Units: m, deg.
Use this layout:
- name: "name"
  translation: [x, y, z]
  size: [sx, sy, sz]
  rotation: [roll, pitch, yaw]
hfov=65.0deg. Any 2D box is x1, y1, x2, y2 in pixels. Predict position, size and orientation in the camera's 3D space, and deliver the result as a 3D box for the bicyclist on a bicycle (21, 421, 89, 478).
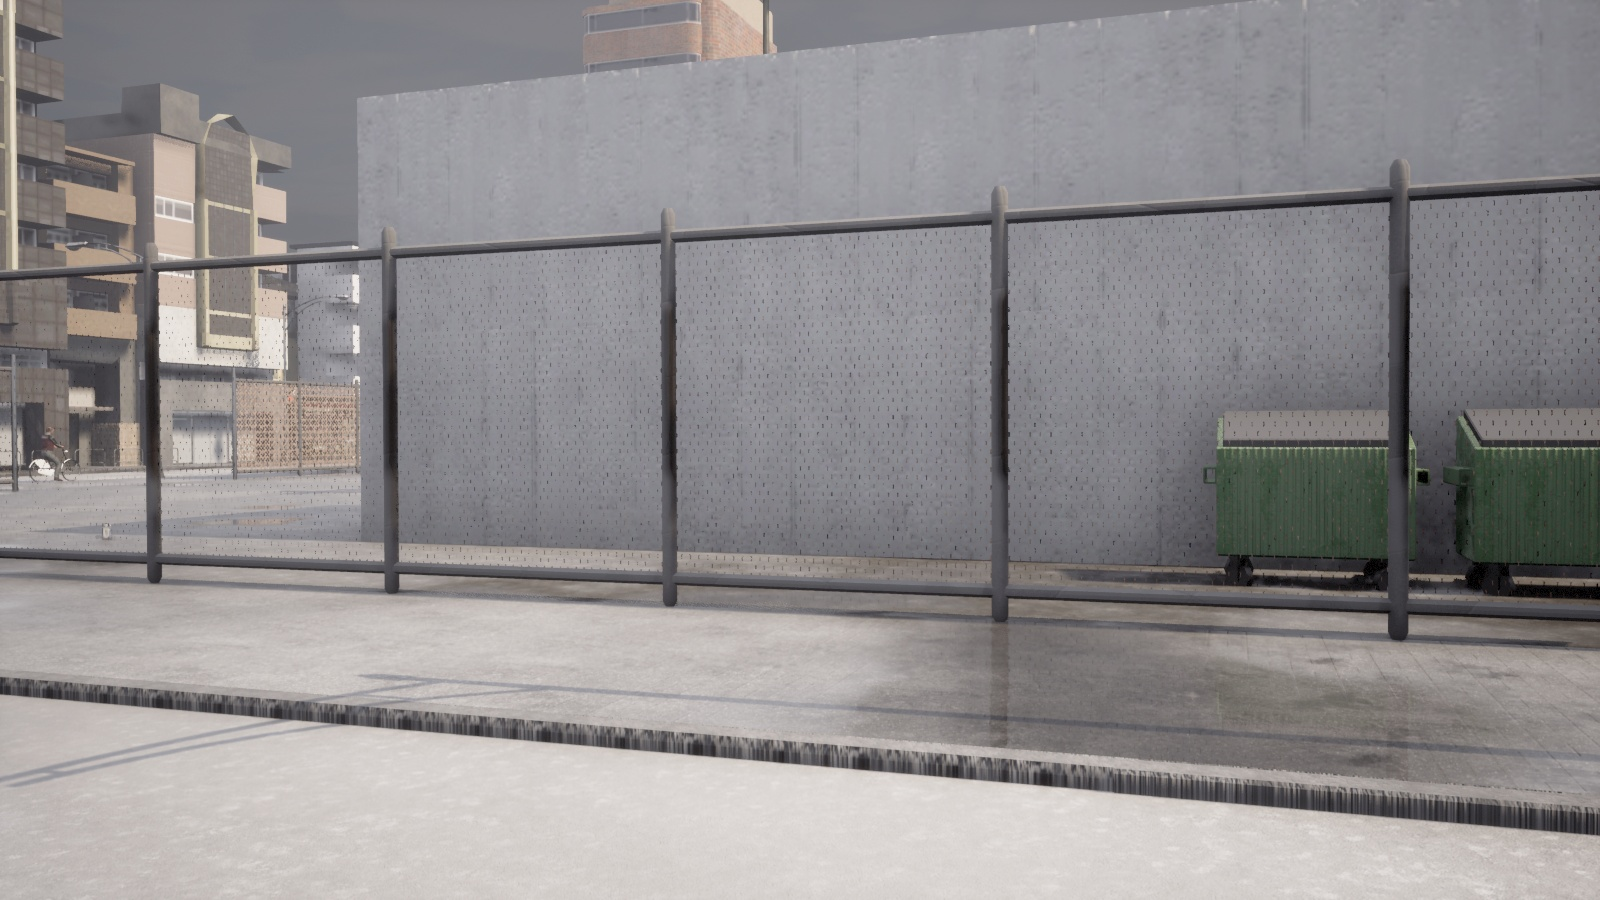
- name: "bicyclist on a bicycle"
  translation: [-23.671, -0.031, 39.939]
  size: [0.659, 1.776, 1.843]
  rotation: [1, 1, 19]
